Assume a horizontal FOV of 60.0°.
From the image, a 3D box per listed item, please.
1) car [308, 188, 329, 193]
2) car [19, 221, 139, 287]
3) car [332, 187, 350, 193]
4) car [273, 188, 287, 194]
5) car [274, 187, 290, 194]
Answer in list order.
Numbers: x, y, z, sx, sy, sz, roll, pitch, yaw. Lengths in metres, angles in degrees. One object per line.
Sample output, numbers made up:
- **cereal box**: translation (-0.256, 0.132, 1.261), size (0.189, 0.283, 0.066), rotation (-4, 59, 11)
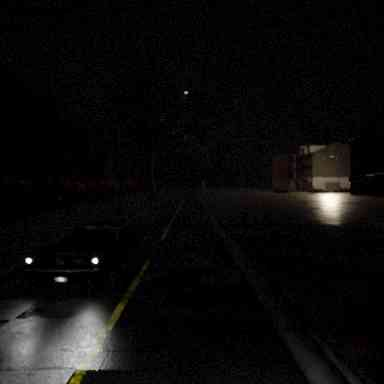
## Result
- **car**: translation (26.548, -0.282, 69.994), size (4.206, 1.307, 1.802), rotation (-1, 1, 0)
- **car**: translation (-2.793, 1.554, 9.338), size (1.895, 1.301, 4.718), rotation (0, 0, 1)
- **car**: translation (31.810, -0.347, 69.994), size (4.313, 1.339, 1.947), rotation (-1, 1, 0)
- **car**: translation (18.788, -0.231, 71.192), size (1.947, 1.339, 4.313), rotation (1, 1, 0)
- **car**: translation (18.777, -0.369, 68.266), size (1.802, 1.307, 4.206), rotation (1, 1, 0)
